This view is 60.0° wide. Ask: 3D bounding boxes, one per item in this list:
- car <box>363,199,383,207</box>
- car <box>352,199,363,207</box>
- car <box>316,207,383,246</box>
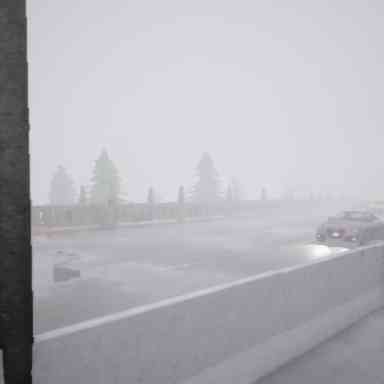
[{"bbox_3d":[19.136,1.532,33.407,1.882,1.535,5.008,-1,0,42],"label":"car"},{"bbox_3d":[21.238,1.603,41.015,1.812,1.442,4.674,-1,0,42],"label":"car"},{"bbox_3d":[7.416,1.593,15.349,1.994,1.385,4.181,0,0,45],"label":"car"}]
